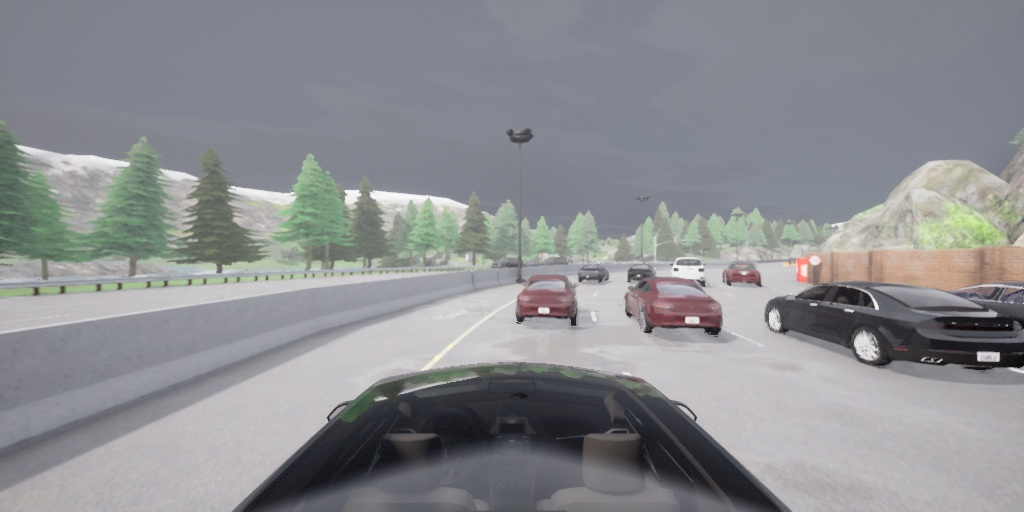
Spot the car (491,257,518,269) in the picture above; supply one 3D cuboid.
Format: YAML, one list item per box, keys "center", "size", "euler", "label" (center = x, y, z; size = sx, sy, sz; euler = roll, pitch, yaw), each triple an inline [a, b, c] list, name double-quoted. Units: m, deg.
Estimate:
- center: [-0.613, 1.210, 51.472]
  size: [2.150, 2.045, 5.566]
  euler: [0, 0, 37]
  label: "car"

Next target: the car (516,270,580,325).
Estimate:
- center: [1.263, 1.329, 12.091]
  size: [1.812, 1.442, 4.674]
  euler: [0, 0, 10]
  label: "car"

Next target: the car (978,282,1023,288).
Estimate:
- center: [11.190, 1.308, 7.858]
  size: [2.128, 1.511, 4.902]
  euler: [0, 0, 8]
  label: "car"

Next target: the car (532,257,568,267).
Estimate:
- center: [5.405, 1.211, 47.838]
  size: [2.150, 2.045, 5.566]
  euler: [0, 0, 37]
  label: "car"

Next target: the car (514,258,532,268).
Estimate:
- center: [2.916, 1.471, 50.269]
  size: [1.882, 1.535, 5.008]
  euler: [0, 0, 37]
  label: "car"

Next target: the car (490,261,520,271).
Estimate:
- center: [-1.085, 1.504, 56.528]
  size: [2.128, 1.511, 4.902]
  euler: [0, -1, 39]
  label: "car"

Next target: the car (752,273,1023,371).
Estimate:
- center: [7.670, 1.310, 7.935]
  size: [1.837, 1.490, 4.892]
  euler: [0, 0, 7]
  label: "car"

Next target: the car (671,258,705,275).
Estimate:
- center: [13.332, 1.137, 27.177]
  size: [2.150, 2.045, 5.566]
  euler: [0, 0, 25]
  label: "car"

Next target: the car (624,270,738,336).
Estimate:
- center: [4.527, 1.333, 10.603]
  size: [1.812, 1.442, 4.674]
  euler: [0, 0, 9]
  label: "car"

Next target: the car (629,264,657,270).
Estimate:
- center: [11.002, 1.400, 30.180]
  size: [1.882, 1.535, 5.008]
  euler: [0, 0, 27]
  label: "car"

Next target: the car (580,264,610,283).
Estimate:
- center: [6.784, 1.397, 29.526]
  size: [2.128, 1.511, 4.902]
  euler: [0, 0, 24]
  label: "car"

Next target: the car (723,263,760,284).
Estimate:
- center: [17.250, 1.279, 27.059]
  size: [2.097, 1.767, 4.553]
  euler: [0, 0, 27]
  label: "car"

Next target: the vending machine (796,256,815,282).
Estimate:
- center: [25.003, 1.165, 30.755]
  size: [1.100, 2.100, 0.880]
  euler: [0, 0, 35]
  label: "vending machine"
